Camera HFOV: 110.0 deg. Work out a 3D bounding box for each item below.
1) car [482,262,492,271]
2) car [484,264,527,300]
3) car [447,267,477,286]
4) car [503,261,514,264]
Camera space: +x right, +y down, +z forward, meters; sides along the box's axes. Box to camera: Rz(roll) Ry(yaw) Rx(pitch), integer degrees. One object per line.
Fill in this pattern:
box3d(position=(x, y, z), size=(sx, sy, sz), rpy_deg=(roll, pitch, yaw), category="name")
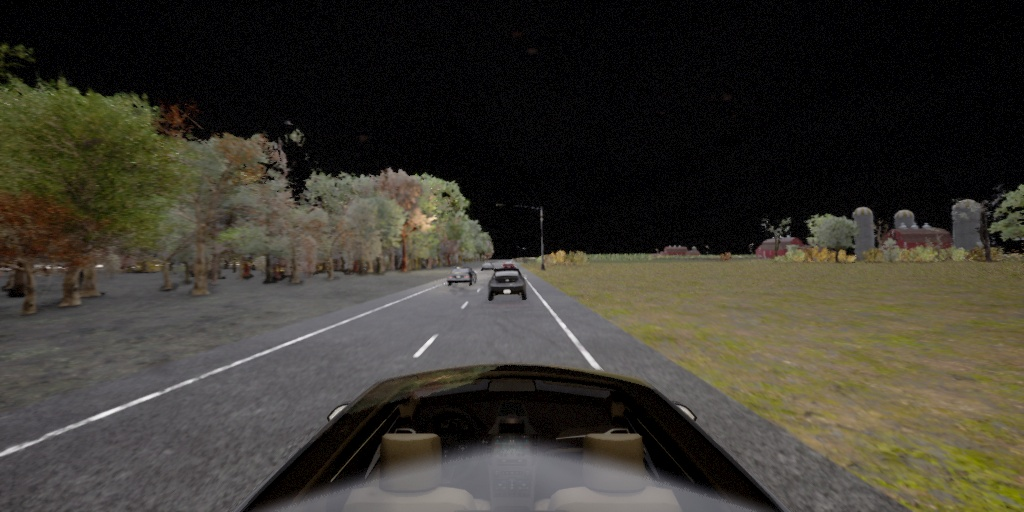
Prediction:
box3d(position=(-4.132, 1.793, 61.351), size=(1.994, 1.385, 4.181), rpy_deg=(-1, 0, -1), category="car")
box3d(position=(-0.255, 1.381, 18.829), size=(1.837, 1.490, 4.892), rpy_deg=(-1, 0, -1), category="car")
box3d(position=(-3.836, 1.554, 27.995), size=(2.033, 1.411, 5.357), rpy_deg=(-1, 0, -1), category="car")
box3d(position=(-0.612, 1.624, 58.741), size=(1.882, 1.535, 5.008), rpy_deg=(-1, -1, -1), category="car")
